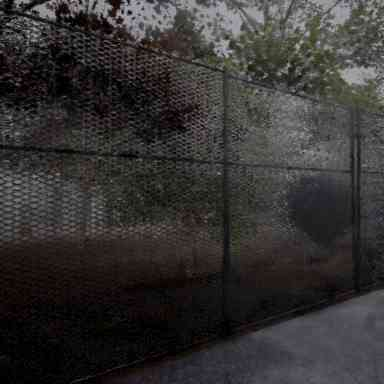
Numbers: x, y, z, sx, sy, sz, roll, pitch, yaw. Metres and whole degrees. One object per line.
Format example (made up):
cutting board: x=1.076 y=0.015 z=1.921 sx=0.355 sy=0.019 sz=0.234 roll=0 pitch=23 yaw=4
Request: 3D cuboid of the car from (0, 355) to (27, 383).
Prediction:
car: x=-2.731 y=1.563 z=1.120 sx=4.181 sy=1.385 sz=1.994 roll=0 pitch=0 yaw=-35
